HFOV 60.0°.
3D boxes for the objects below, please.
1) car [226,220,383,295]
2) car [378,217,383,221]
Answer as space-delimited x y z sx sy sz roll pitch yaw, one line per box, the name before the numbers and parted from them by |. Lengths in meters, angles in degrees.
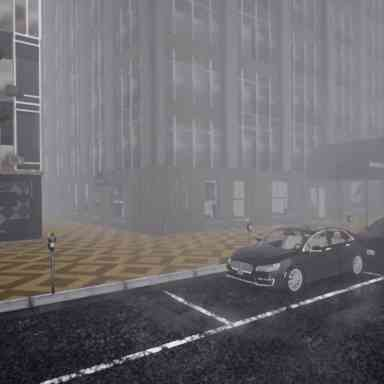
car | 2.838 1.549 8.620 4.403 1.369 2.008 0 -1 -36
car | 7.456 1.563 11.934 4.313 1.339 1.947 0 -1 -36
